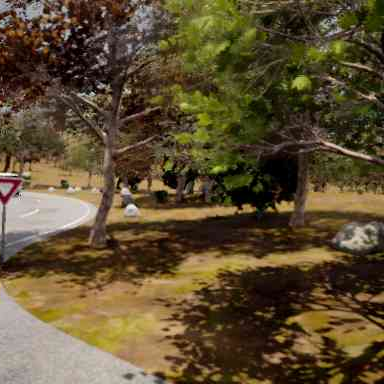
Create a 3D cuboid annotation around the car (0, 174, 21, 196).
[{"bbox_3d":[-18.448,-0.758,31.699,5.566,2.045,2.150,4,2,38],"label":"car"}]
